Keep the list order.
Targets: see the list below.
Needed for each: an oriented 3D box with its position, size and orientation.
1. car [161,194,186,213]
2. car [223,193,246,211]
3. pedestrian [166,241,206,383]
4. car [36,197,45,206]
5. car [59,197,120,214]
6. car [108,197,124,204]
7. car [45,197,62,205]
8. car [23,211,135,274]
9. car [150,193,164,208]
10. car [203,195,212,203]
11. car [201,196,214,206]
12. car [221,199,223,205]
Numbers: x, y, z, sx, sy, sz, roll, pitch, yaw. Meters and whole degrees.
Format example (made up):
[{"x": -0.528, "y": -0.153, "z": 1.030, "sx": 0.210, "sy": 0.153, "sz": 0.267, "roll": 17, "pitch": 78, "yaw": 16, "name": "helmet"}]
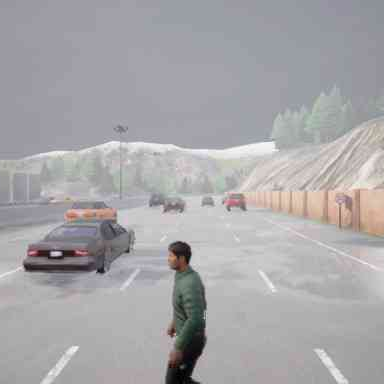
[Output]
[{"x": -1.837, "y": 1.351, "z": 37.758, "sx": 2.097, "sy": 1.767, "sz": 4.553, "roll": 0, "pitch": 0, "yaw": 3, "name": "car"}, {"x": 5.387, "y": 1.215, "z": 41.227, "sx": 2.150, "sy": 2.045, "sz": 5.566, "roll": 0, "pitch": -1, "yaw": 4, "name": "car"}, {"x": -0.061, "y": 1.294, "z": 3.017, "sx": 0.375, "sy": 1.860, "sz": 0.375, "roll": 0, "pitch": 0, "yaw": 1, "name": "pedestrian"}, {"x": -22.266, "y": 1.503, "z": 51.444, "sx": 1.837, "sy": 1.490, "sz": 4.892, "roll": 0, "pitch": 0, "yaw": 3, "name": "car"}, {"x": -6.283, "y": 1.353, "z": 21.200, "sx": 2.097, "sy": 1.767, "sz": 4.553, "roll": 0, "pitch": 0, "yaw": 3, "name": "car"}, {"x": -14.642, "y": 1.601, "z": 64.124, "sx": 1.895, "sy": 1.301, "sz": 4.718, "roll": 0, "pitch": 0, "yaw": 3, "name": "car"}, {"x": -18.930, "y": 1.477, "z": 48.454, "sx": 1.882, "sy": 1.535, "sz": 5.008, "roll": 0, "pitch": 0, "yaw": 3, "name": "car"}, {"x": -3.204, "y": 1.547, "z": 10.586, "sx": 2.033, "sy": 1.411, "sz": 5.357, "roll": 0, "pitch": 0, "yaw": 2, "name": "car"}, {"x": -4.713, "y": 1.218, "z": 48.202, "sx": 2.150, "sy": 2.045, "sz": 5.566, "roll": 0, "pitch": 0, "yaw": 3, "name": "car"}, {"x": 3.200, "y": 1.478, "z": 69.624, "sx": 1.882, "sy": 1.535, "sz": 5.008, "roll": 0, "pitch": 0, "yaw": 2, "name": "car"}, {"x": 2.540, "y": 1.491, "z": 53.255, "sx": 2.128, "sy": 1.511, "sz": 4.902, "roll": 0, "pitch": 0, "yaw": 3, "name": "car"}, {"x": 6.338, "y": 1.601, "z": 59.994, "sx": 1.895, "sy": 1.301, "sz": 4.718, "roll": 0, "pitch": 0, "yaw": 2, "name": "car"}]
